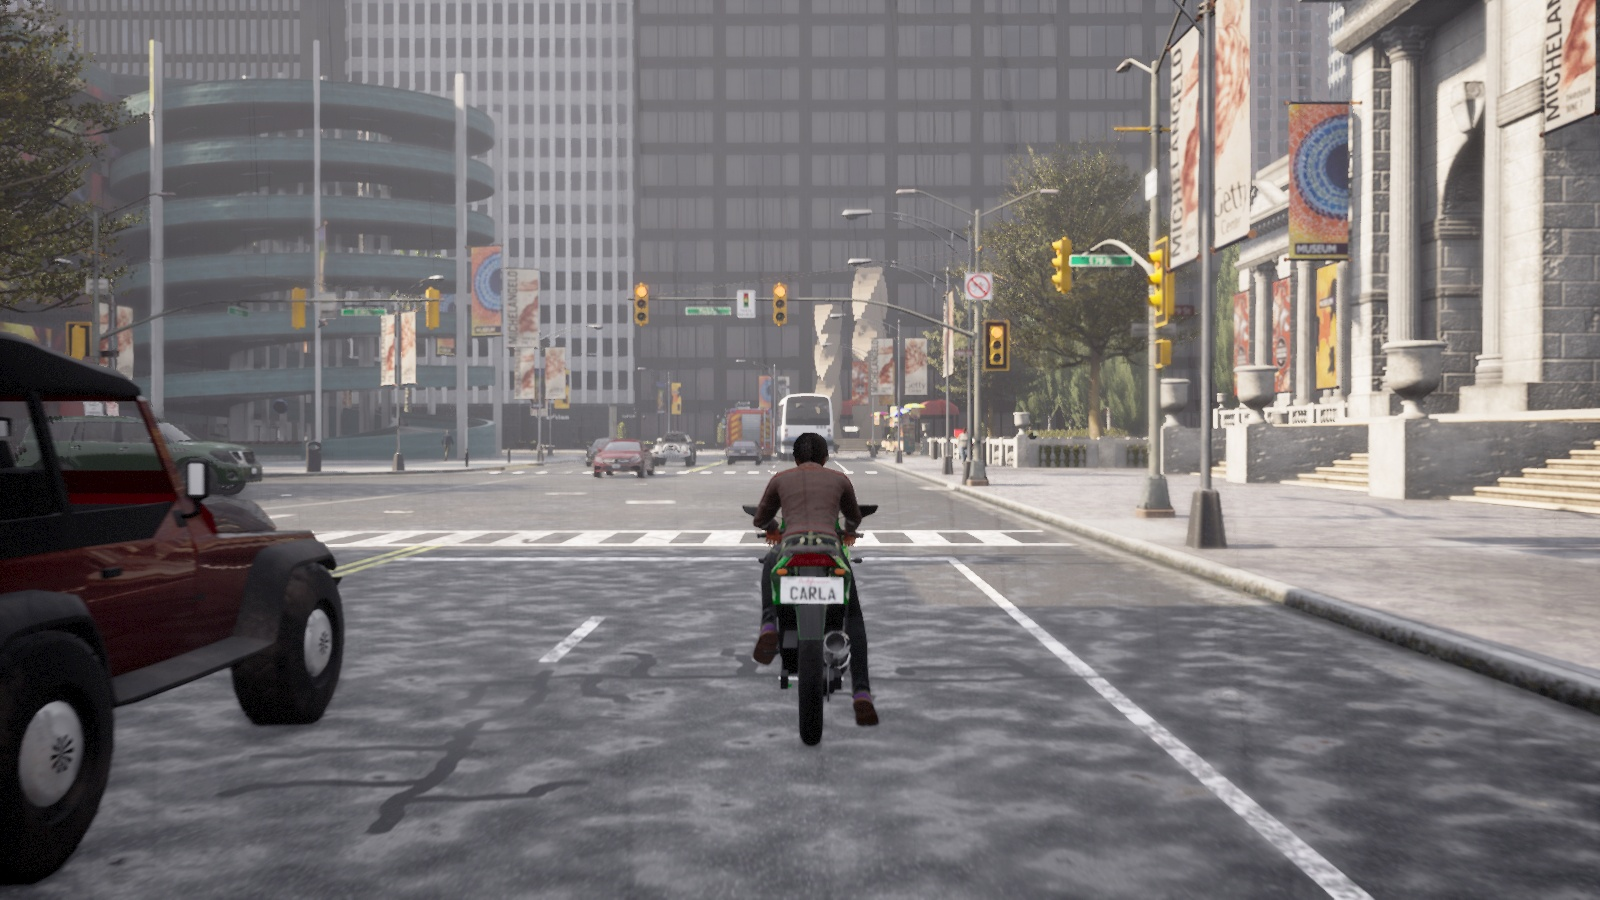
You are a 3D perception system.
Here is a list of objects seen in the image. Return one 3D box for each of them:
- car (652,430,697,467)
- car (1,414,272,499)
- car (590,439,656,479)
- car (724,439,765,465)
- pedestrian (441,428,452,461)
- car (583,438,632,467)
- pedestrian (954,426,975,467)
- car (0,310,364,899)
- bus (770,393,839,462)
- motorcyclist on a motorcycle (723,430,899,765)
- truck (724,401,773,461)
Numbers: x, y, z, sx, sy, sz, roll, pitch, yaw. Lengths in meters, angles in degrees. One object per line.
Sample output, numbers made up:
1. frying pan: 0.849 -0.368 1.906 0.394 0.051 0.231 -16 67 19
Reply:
1. car: -6.597 -0.098 66.325 1.932 1.855 4.605 0 0 0
2. car: -16.413 0.142 31.309 5.566 2.045 2.150 0 1 -4
3. car: -6.700 0.292 47.972 1.812 1.442 4.674 0 1 0
4. car: -3.087 0.092 70.772 2.033 1.411 5.357 0 1 0
5. pedestrian: -20.059 -0.317 71.284 0.402 1.842 0.726 0 1 -2
6. car: -10.098 0.088 66.262 1.837 1.490 4.892 0 1 0
7. pedestrian: 7.606 -0.165 58.066 0.874 1.855 0.900 0 1 1
8. car: -3.453 0.487 5.231 1.905 1.878 3.866 0 1 0
9. bus: 0.169 -1.459 83.828 3.944 4.253 10.273 0 1 -3
10. motorcyclist on a motorcycle: 0.055 0.661 6.724 0.797 1.523 2.044 0 1 0
11. truck: -3.578 -1.266 85.467 2.891 3.827 8.468 0 1 -6
